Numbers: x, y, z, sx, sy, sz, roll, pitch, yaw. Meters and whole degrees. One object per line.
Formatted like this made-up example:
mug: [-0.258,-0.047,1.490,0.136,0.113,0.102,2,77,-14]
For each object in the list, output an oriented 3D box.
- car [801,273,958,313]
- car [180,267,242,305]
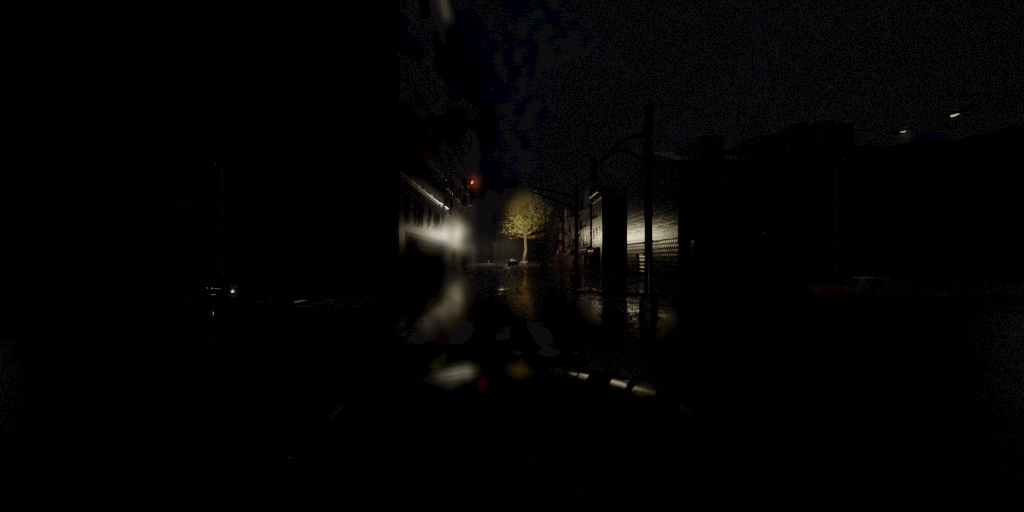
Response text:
car: [13.903,1.346,13.670,4.829,1.417,1.751,0,0,0]
car: [-13.759,1.178,14.554,4.892,1.490,1.837,0,0,0]
